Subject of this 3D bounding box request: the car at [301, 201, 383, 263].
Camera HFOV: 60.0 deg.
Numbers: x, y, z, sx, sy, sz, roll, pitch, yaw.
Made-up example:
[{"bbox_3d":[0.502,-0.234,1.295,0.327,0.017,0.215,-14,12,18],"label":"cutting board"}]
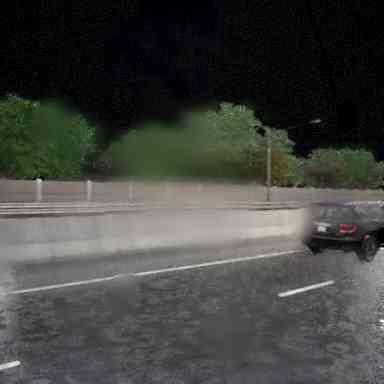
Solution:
[{"bbox_3d":[6.597,1.360,12.859,5.566,2.045,2.150,0,0,-35],"label":"car"}]
